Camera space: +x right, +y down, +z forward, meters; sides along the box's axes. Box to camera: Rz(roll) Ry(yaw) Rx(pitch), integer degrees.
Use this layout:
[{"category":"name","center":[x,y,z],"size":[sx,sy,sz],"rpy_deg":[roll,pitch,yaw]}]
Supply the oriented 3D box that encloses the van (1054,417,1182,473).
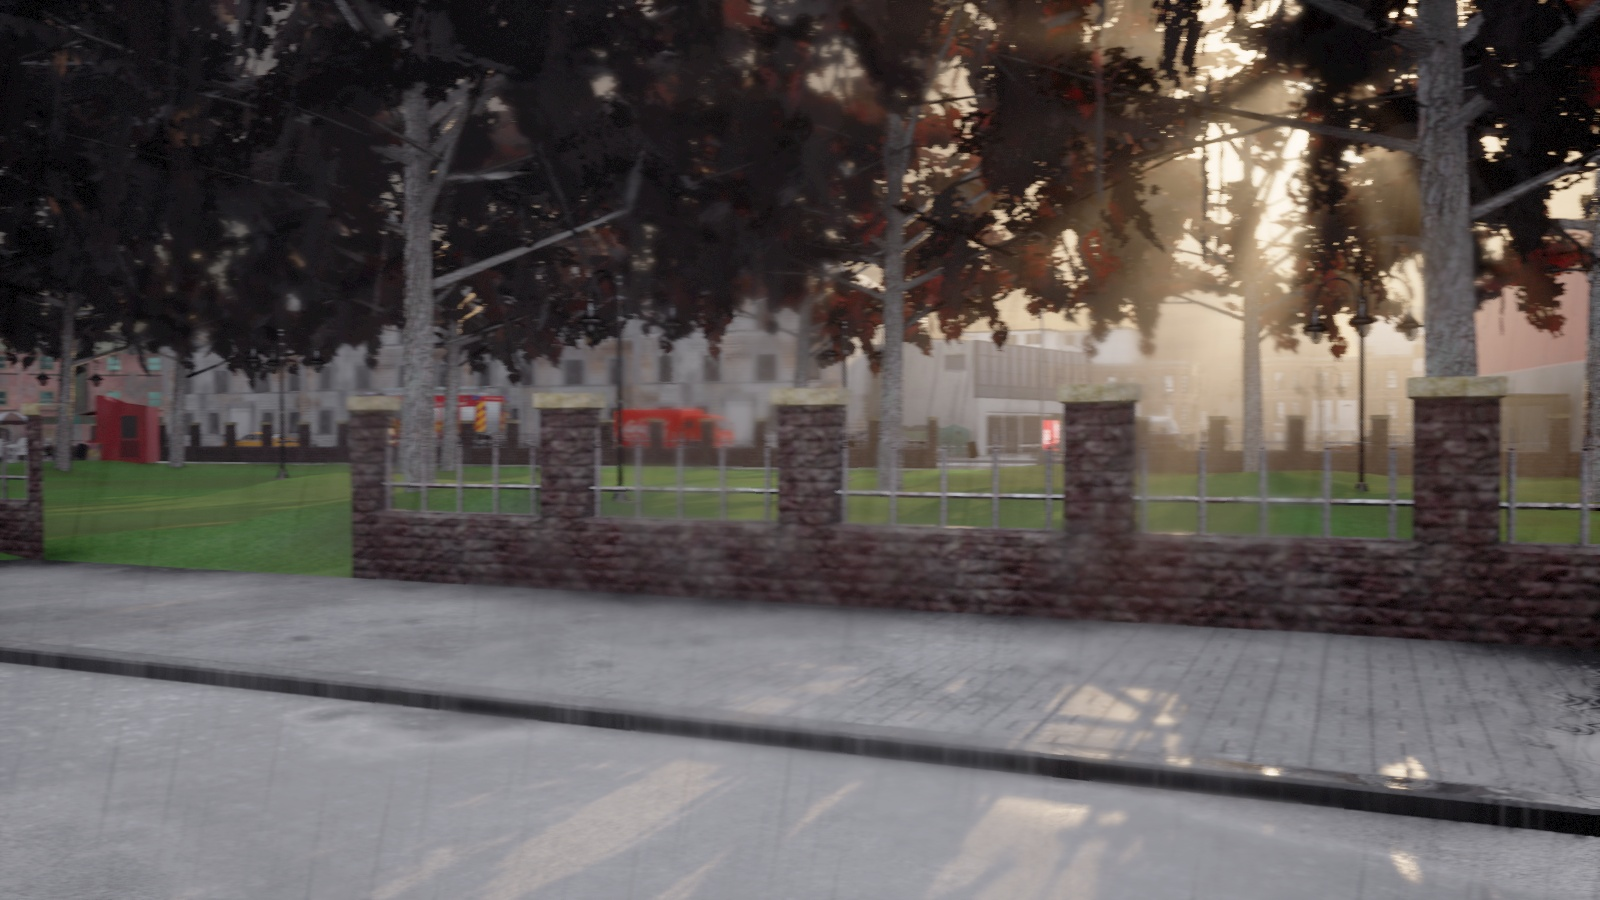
[{"category":"van","center":[12.169,-0.226,48.042],"size":[4.480,2.038,2.069],"rpy_deg":[1,1,24]}]

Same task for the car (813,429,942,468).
[{"category":"car","center":[3.196,-0.090,51.996],"size":[4.902,1.511,2.128],"rpy_deg":[1,1,24]}]

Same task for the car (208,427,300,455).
[{"category":"car","center":[-31.026,-0.512,71.376],"size":[5.008,1.535,1.882],"rpy_deg":[1,1,24]}]

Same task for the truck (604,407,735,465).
[{"category":"truck","center":[-5.799,-0.630,55.937],"size":[5.204,2.467,2.627],"rpy_deg":[1,1,24]}]

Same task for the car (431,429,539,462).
[{"category":"car","center":[-15.074,-0.239,60.014],"size":[4.892,1.490,1.837],"rpy_deg":[1,1,24]}]

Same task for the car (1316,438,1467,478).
[{"category":"car","center":[20.767,0.244,44.264],"size":[4.718,1.301,1.895],"rpy_deg":[1,1,24]}]

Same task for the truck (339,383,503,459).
[{"category":"truck","center":[-20.119,-1.537,66.575],"size":[8.468,3.827,2.891],"rpy_deg":[1,1,24]}]
